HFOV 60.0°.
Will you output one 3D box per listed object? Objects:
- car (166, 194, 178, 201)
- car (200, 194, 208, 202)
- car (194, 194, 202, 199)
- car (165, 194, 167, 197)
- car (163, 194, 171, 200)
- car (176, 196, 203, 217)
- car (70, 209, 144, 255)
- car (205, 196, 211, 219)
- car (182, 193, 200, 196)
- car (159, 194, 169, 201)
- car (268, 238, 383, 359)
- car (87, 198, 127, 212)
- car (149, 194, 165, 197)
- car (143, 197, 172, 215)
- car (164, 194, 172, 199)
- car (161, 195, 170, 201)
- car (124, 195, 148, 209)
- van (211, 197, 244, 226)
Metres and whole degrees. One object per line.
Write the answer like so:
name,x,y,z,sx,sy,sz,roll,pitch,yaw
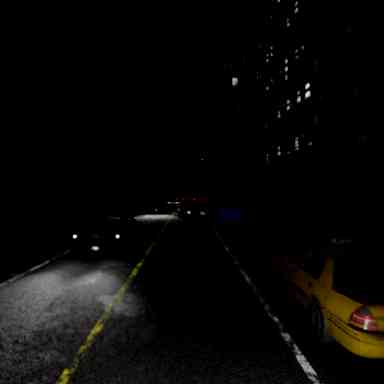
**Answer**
car,-3.767,1.352,69.596,1.837,1.490,4.892,0,0,-1
car,2.311,1.210,62.714,2.097,1.767,4.553,0,0,-1
car,1.648,1.360,94.613,2.008,1.369,4.403,0,0,-1
car,-6.484,1.425,72.364,1.947,1.339,4.313,0,0,-1
car,-6.668,1.359,88.808,1.752,1.417,4.829,0,0,-1
car,-0.267,1.435,29.995,1.837,1.490,4.892,0,0,0
car,-3.238,1.574,13.358,1.895,1.301,4.718,0,0,0
car,2.391,1.369,28.153,1.967,1.590,4.097,0,0,-1
car,-0.435,1.114,45.445,2.150,2.045,5.566,0,-1,0
car,-6.545,1.290,77.901,1.967,1.590,4.097,0,0,-1
car,2.635,1.505,6.169,1.752,1.417,4.829,0,0,-1
car,-5.927,1.398,22.518,1.967,1.590,4.097,0,0,-1
car,-6.298,1.204,55.748,2.192,1.841,5.009,0,0,-1
car,-3.365,1.494,33.346,1.994,1.385,4.181,0,0,0
car,-6.731,1.266,94.517,1.967,1.590,4.097,0,0,-1
car,-6.607,1.423,83.440,1.802,1.307,4.206,0,0,-1
car,-6.051,1.248,33.595,2.192,1.841,5.009,0,0,-1
van,2.453,1.282,22.614,1.690,1.788,3.998,0,0,-1
